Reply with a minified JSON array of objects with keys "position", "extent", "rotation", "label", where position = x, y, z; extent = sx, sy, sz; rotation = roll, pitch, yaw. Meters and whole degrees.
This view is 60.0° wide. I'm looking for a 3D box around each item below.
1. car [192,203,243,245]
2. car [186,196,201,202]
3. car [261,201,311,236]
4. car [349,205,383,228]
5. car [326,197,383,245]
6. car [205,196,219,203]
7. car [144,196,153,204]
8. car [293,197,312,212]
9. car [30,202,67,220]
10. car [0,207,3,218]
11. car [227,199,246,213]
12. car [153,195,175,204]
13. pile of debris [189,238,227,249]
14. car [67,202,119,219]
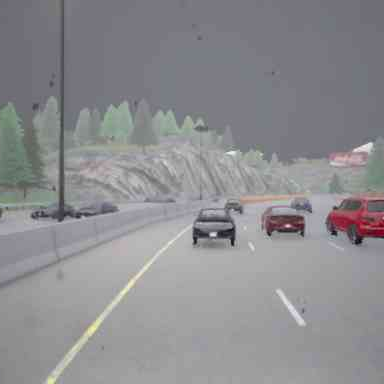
[{"position":[1.098,1.495,15.726],"extent":[2.128,1.511,4.902],"rotation":[0,0,6],"label":"car"},{"position":[0.438,1.524,67.201],"extent":[1.837,1.490,4.892],"rotation":[0,0,24],"label":"car"},{"position":[4.974,1.497,18.649],"extent":[1.882,1.535,5.008],"rotation":[0,0,7],"label":"car"},{"position":[12.723,1.641,23.256],"extent":[1.895,1.301,4.718],"rotation":[0,0,9],"label":"car"},{"position":[8.102,1.247,15.627],"extent":[2.150,2.045,5.566],"rotation":[0,0,6],"label":"car"},{"position":[4.047,1.535,66.678],"extent":[1.837,1.490,4.892],"rotation":[0,0,24],"label":"car"},{"position":[-7.829,1.560,65.627],"extent":[1.994,1.385,4.181],"rotation":[0,0,22],"label":"car"},{"position":[12.587,1.397,38.457],"extent":[2.097,1.767,4.553],"rotation":[0,0,15],"label":"car"},{"position":[-11.497,1.545,27.810],"extent":[1.994,1.385,4.181],"rotation":[0,0,10],"label":"car"},{"position":[-15.710,1.475,23.628],"extent":[1.837,1.490,4.892],"rotation":[0,0,8],"label":"car"},{"position":[4.627,1.529,35.666],"extent":[1.837,1.490,4.892],"rotation":[0,0,14],"label":"car"},{"position":[-5.013,1.362,63.265],"extent":[2.097,1.767,4.553],"rotation":[0,0,22],"label":"car"},{"position":[0.732,2.182,14.124],"extent":[1.500,0.140,1.860],"rotation":[0,0,6],"label":"pile of debris"},{"position":[-7.950,1.538,28.087],"extent":[2.033,1.411,5.357],"rotation":[0,0,10],"label":"car"}]
